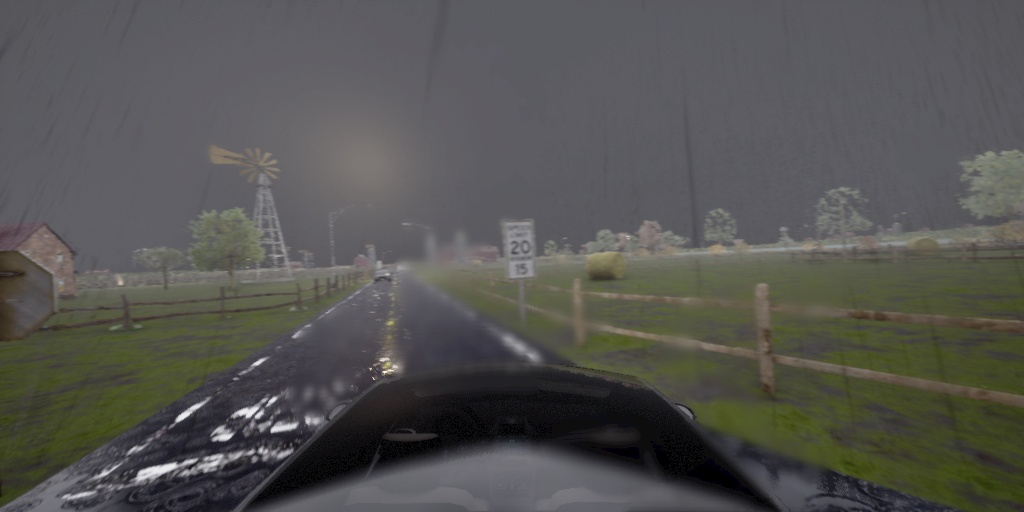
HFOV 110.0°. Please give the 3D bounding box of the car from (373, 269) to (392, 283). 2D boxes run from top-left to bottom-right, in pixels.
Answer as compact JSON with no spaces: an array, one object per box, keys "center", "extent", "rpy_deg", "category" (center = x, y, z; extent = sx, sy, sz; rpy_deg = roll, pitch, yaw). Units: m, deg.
[{"center":[-15.180,2.351,42.250],"extent":[1.837,1.490,4.892],"rpy_deg":[-3,0,-18],"category":"car"}]
